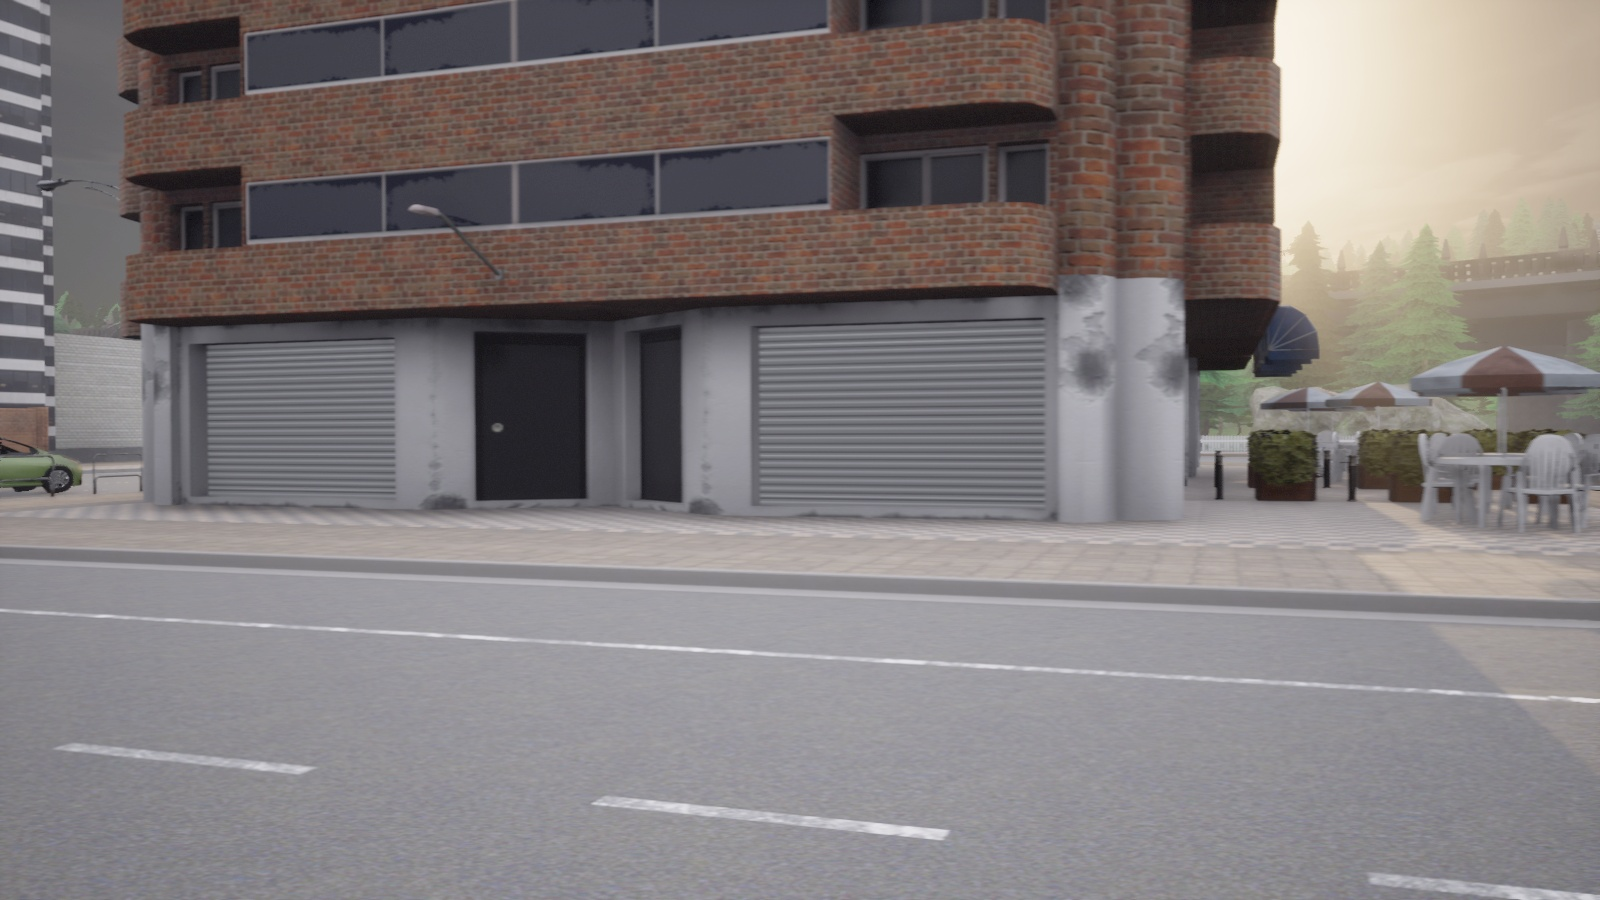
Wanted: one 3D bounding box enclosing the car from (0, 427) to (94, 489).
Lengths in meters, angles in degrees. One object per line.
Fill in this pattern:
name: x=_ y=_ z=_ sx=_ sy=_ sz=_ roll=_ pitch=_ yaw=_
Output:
car: x=-20.625 y=0.189 z=31.671 sx=2.007 sy=1.525 sz=4.514 roll=1 pitch=1 yaw=32
